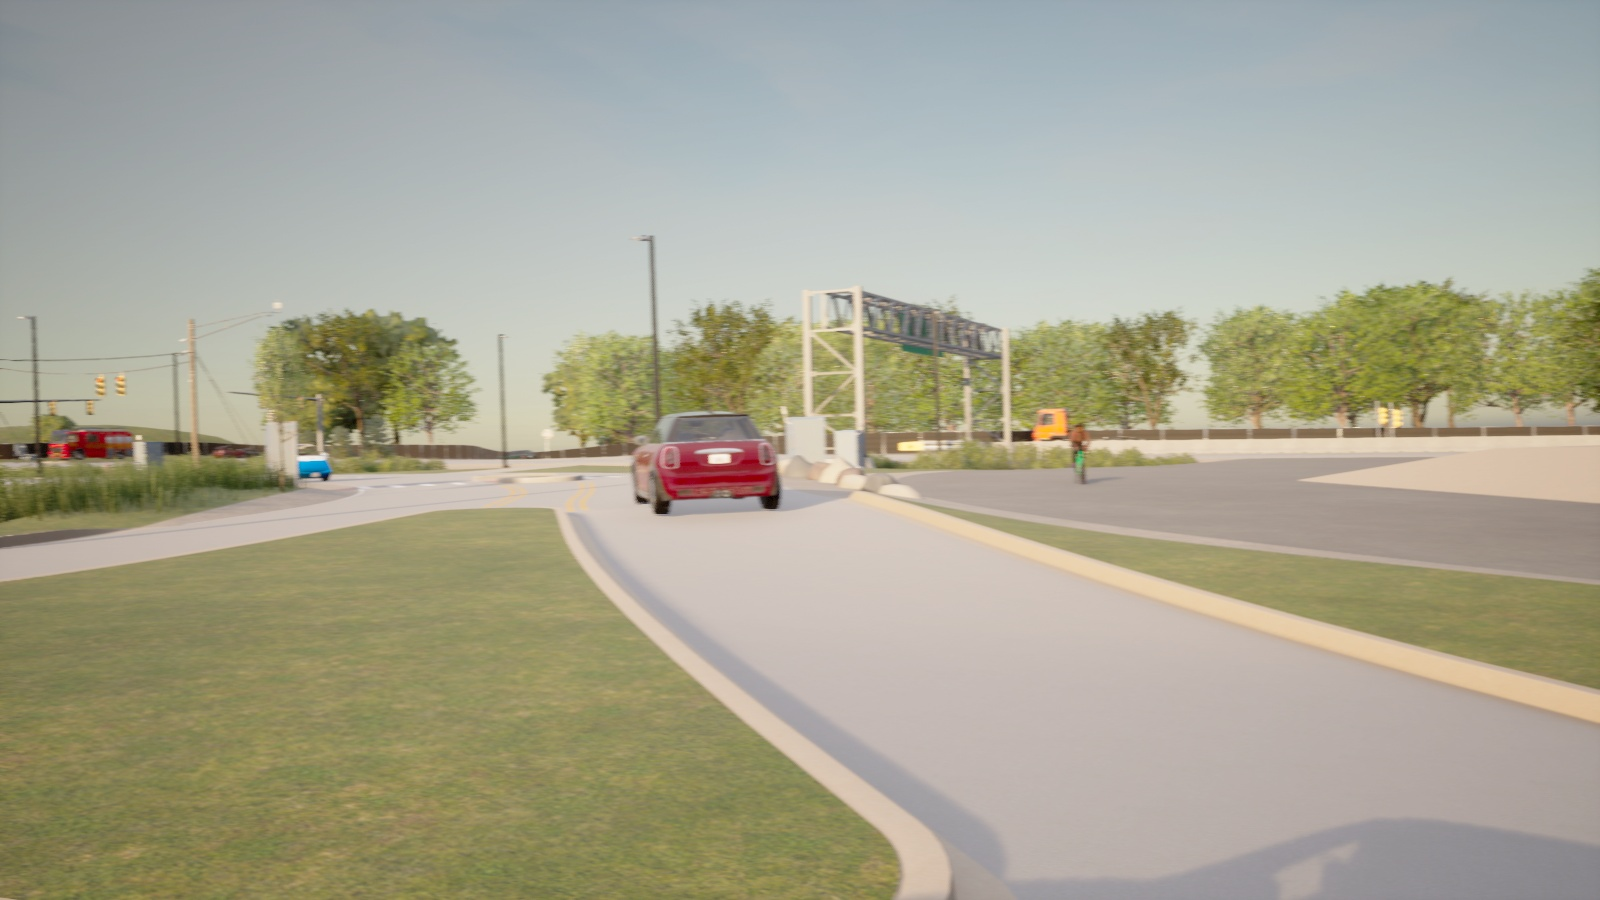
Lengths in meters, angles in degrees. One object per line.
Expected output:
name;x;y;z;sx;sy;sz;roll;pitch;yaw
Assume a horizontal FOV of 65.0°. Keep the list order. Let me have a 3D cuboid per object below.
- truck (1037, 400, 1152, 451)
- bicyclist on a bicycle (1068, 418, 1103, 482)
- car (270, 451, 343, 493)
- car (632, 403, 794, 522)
truck;21.348;-1.748;91.062;7.936;3.462;2.891;-1;0;16
bicyclist on a bicycle;7.425;-0.020;32.680;0.582;1.620;1.656;-2;1;4
car;-17.517;0.781;44.580;2.207;1.376;1.481;-2;1;41
car;-1.660;0.147;22.172;2.097;1.767;4.553;-3;2;-13
